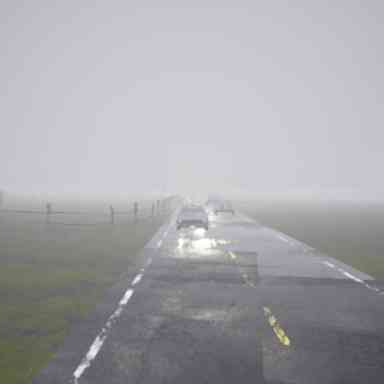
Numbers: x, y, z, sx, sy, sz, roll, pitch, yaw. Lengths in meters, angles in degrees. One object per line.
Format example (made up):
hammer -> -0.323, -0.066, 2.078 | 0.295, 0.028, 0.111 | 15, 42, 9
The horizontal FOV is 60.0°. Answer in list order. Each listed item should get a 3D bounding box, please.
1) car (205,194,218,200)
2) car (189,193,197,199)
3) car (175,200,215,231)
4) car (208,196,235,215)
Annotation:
car -> 2.847, 1.041, 45.552 | 2.097, 1.767, 4.553 | 0, 0, 0
car -> 0.148, 0.974, 77.558 | 1.837, 1.490, 4.892 | 0, 0, 0
car -> 0.035, 1.412, 19.876 | 2.033, 1.411, 5.357 | 0, 0, 0
car -> 2.892, 1.339, 31.136 | 2.033, 1.411, 5.357 | 0, 0, 0
